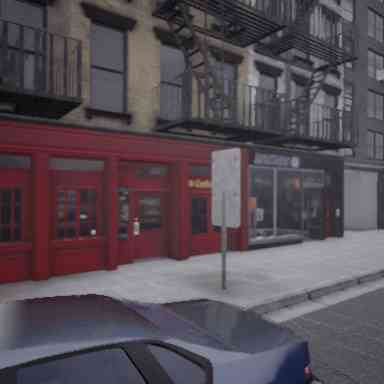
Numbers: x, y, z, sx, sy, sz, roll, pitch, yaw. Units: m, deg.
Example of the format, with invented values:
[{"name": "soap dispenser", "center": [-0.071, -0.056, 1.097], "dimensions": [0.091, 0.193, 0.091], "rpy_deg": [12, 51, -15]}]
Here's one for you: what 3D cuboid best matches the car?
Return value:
[{"name": "car", "center": [-1.398, 1.547, 2.066], "dimensions": [5.357, 1.411, 2.033], "rpy_deg": [0, 0, -35]}]
